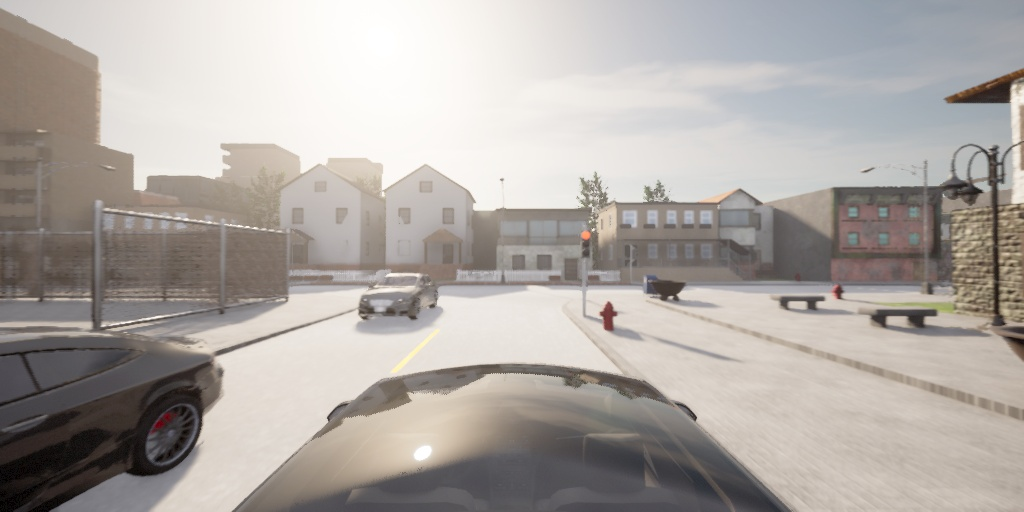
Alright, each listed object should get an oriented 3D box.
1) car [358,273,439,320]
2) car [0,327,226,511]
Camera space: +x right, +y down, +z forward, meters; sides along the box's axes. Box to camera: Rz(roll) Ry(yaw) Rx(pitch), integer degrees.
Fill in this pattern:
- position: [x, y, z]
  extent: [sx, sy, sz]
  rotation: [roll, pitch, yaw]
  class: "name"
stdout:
- position: [-4.007, 1.384, 13.360]
  extent: [2.128, 1.511, 4.902]
  rotation: [0, -1, 0]
  class: "car"
- position: [-4.088, 1.281, 2.106]
  extent: [1.812, 1.442, 4.674]
  rotation: [0, 0, 0]
  class: "car"
